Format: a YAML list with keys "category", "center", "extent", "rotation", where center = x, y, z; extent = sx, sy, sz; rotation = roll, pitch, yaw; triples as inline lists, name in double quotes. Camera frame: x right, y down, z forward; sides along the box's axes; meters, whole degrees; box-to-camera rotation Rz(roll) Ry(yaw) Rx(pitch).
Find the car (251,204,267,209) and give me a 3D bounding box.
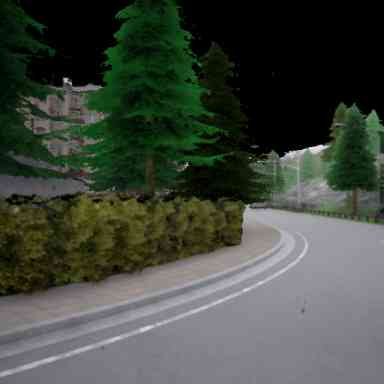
- category: "car"
  center: [10.630, 2.002, 53.086]
  extent: [1.812, 1.442, 4.674]
  rotation: [0, -1, -2]
